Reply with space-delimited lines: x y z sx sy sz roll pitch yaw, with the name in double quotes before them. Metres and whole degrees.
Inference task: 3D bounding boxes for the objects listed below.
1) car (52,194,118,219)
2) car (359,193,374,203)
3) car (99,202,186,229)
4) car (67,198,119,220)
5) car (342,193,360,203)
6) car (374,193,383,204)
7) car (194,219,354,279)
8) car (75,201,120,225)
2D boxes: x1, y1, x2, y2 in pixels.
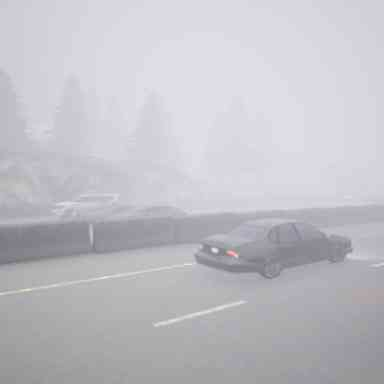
"car" -8.681 1.185 27.895 5.566 2.045 2.150 0 0 -35
"car" 27.676 0.918 49.467 5.357 1.411 2.033 -2 1 -35
"car" -2.556 1.466 19.367 4.892 1.490 1.837 0 0 -35
"car" -6.458 1.453 25.181 4.902 1.511 2.128 0 0 -35
"car" 25.663 0.848 52.332 5.008 1.535 1.882 -2 1 -35
"car" 27.559 0.647 45.114 5.566 2.045 2.150 -1 1 -35
"car" 2.623 1.514 9.917 5.357 1.411 2.033 0 0 -35
"car" -4.613 1.509 22.198 5.357 1.411 2.033 0 0 -36
